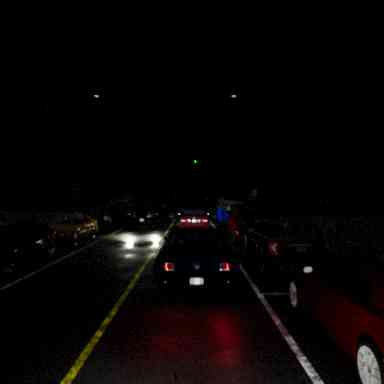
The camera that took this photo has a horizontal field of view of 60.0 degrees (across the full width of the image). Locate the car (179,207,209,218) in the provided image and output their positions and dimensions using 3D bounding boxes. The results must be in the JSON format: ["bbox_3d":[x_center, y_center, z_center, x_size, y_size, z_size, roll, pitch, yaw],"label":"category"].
[{"bbox_3d":[0.115,1.665,20.991,2.033,1.411,5.357,0,0,0],"label":"car"}]

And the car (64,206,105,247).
[{"bbox_3d":[-5.754,1.613,15.631,1.752,1.417,4.829,0,0,0],"label":"car"}]

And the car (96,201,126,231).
[{"bbox_3d":[-5.750,1.559,21.239,1.967,1.590,4.097,0,0,0],"label":"car"}]

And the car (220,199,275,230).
[{"bbox_3d":[2.771,1.403,15.796,2.192,1.841,5.009,0,0,0],"label":"car"}]

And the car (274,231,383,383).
[{"bbox_3d":[2.764,1.572,4.920,1.887,1.381,4.507,0,0,0],"label":"car"}]

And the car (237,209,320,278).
[{"bbox_3d":[2.768,1.498,10.358,1.967,1.590,4.097,0,0,0],"label":"car"}]

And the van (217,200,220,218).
[{"bbox_3d":[2.775,1.460,21.233,1.690,1.788,3.998,0,0,0],"label":"van"}]

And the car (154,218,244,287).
[{"bbox_3d":[0.106,1.653,9.418,1.895,1.301,4.718,0,0,0],"label":"car"}]

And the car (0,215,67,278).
[{"bbox_3d":[-5.757,1.624,10.363,1.947,1.339,4.313,0,0,0],"label":"car"}]

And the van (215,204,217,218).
[{"bbox_3d":[2.779,1.491,26.671,1.690,1.788,3.998,0,0,0],"label":"van"}]

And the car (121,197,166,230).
[{"bbox_3d":[-2.997,1.354,22.682,2.150,2.045,5.566,0,-1,0],"label":"car"}]
